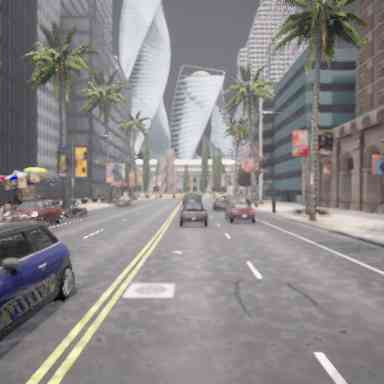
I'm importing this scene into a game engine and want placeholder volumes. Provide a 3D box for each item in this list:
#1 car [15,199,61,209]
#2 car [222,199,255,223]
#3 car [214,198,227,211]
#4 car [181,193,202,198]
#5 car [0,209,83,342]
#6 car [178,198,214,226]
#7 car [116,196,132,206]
[{"bbox_3d":[-10.075,1.301,21.411,2.185,1.767,4.553,0,0,0],"label":"car"},{"bbox_3d":[3.585,1.484,25.171,1.812,1.442,4.674,0,0,-1],"label":"car"},{"bbox_3d":[3.461,1.423,40.145,2.128,1.511,4.902,0,0,0],"label":"car"},{"bbox_3d":[-0.010,1.153,38.008,2.150,2.045,5.566,0,0,0],"label":"car"},{"bbox_3d":[-3.584,1.337,5.234,2.097,1.767,4.553,0,0,0],"label":"car"},{"bbox_3d":[0.099,1.449,22.986,2.128,1.511,4.902,0,0,0],"label":"car"},{"bbox_3d":[-10.316,1.373,50.785,2.231,1.521,4.892,0,0,0],"label":"car"}]
